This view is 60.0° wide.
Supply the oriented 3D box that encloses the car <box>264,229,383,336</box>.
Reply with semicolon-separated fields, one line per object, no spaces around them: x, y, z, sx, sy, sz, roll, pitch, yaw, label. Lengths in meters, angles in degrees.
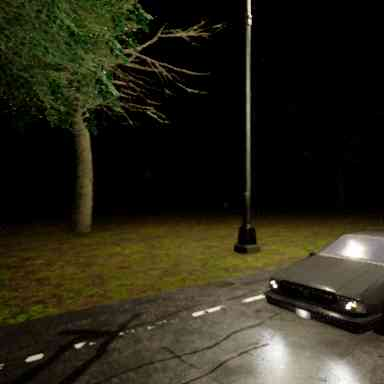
3.913;1.518;6.788;5.357;1.411;2.033;0;0;-35;car
